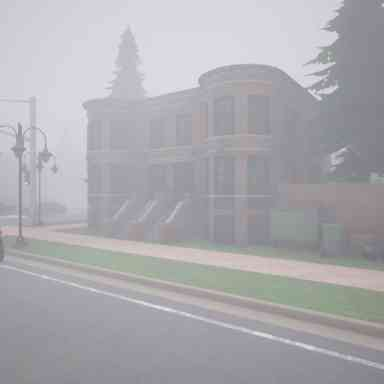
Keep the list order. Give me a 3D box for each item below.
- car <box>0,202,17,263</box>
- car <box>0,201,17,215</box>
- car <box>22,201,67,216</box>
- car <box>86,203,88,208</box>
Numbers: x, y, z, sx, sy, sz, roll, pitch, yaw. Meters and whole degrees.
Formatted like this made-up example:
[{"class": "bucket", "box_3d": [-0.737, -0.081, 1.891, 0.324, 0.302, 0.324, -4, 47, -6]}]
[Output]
[{"class": "car", "box_3d": [-7.366, 1.221, 9.223, 5.566, 2.045, 2.150, 0, 0, 36]}, {"class": "car", "box_3d": [-19.670, 1.601, 31.951, 1.895, 1.301, 4.718, 0, 0, 35]}, {"class": "car", "box_3d": [-14.647, 1.564, 33.089, 1.994, 1.385, 4.181, 0, 0, 34]}, {"class": "car", "box_3d": [-11.872, 1.351, 43.935, 2.097, 1.767, 4.553, 0, 0, 26]}]
